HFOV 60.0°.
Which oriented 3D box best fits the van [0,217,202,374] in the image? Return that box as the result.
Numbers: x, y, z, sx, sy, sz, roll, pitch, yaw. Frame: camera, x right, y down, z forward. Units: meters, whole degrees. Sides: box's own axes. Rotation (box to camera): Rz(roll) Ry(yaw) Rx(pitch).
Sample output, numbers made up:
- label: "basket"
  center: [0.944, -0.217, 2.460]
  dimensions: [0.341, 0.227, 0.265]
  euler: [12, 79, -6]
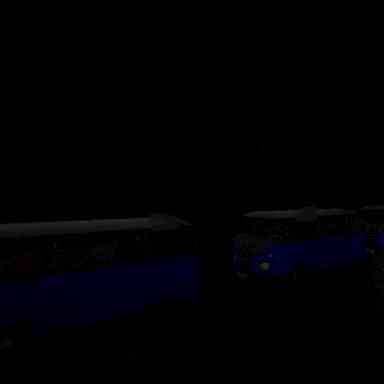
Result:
- label: "van"
  center: [-1.738, 1.341, 5.307]
  dimensions: [3.998, 1.788, 1.690]
  euler: [0, -1, -35]

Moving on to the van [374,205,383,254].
- label: "van"
  center: [7.361, 1.336, 11.789]
  dimensions: [3.998, 1.788, 1.690]
  euler: [0, -1, -35]

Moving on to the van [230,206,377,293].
- label: "van"
  center: [2.812, 1.339, 8.548]
  dimensions: [3.998, 1.788, 1.690]
  euler: [0, -1, -35]
